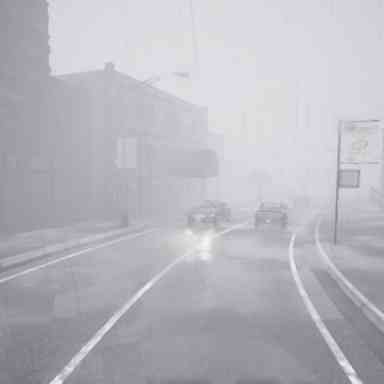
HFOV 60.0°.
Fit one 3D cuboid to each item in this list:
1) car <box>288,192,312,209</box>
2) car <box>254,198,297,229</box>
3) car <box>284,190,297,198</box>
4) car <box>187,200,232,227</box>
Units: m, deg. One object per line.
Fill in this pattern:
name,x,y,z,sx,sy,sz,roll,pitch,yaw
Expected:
car,13.202,1.130,39.848,2.128,1.511,4.902,2,2,24
car,5.201,1.394,21.074,2.128,1.511,4.902,2,1,21
car,17.672,0.406,59.105,2.097,1.767,4.553,2,3,24
car,1.237,1.273,21.259,2.128,1.511,4.902,2,1,21
